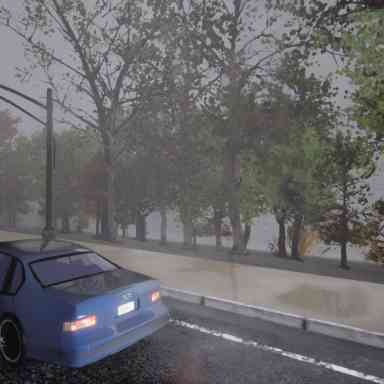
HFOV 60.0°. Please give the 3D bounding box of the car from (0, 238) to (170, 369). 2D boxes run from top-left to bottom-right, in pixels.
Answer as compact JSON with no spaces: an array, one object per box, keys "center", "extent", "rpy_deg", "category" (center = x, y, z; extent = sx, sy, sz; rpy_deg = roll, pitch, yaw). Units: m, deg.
[{"center":[-2.895,1.546,5.754],"extent":[5.357,1.411,2.033],"rpy_deg":[0,0,36],"category":"car"}]
